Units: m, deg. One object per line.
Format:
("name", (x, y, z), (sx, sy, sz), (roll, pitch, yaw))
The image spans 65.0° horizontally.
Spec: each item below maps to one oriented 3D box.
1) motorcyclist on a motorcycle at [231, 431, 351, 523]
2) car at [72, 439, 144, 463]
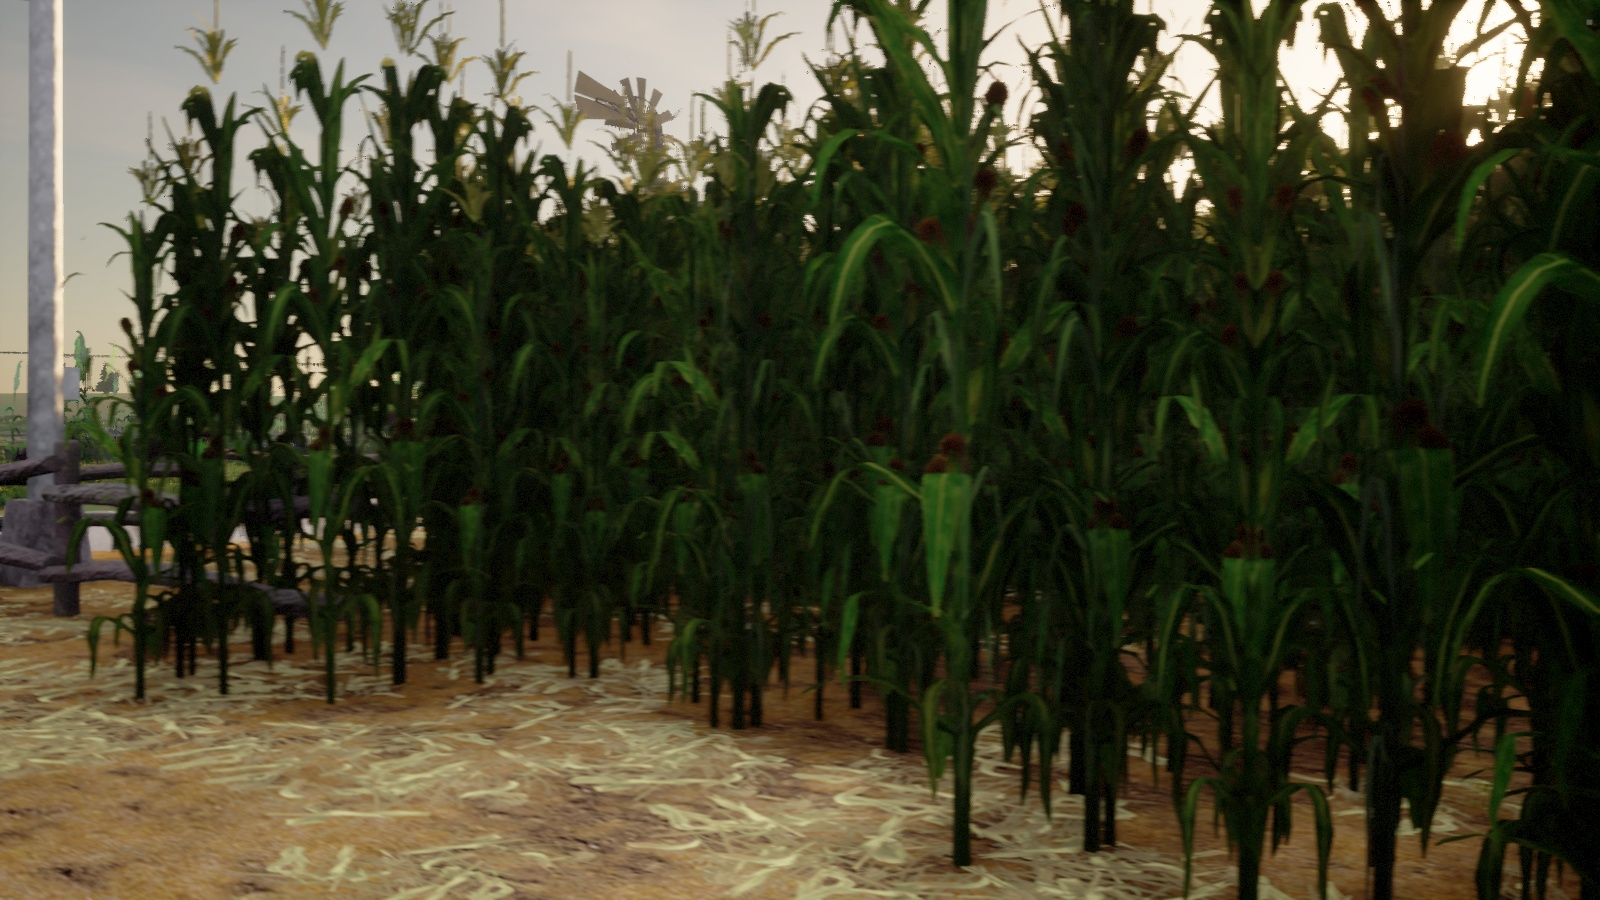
("motorcyclist on a motorcycle", (-9.210, 0.458, 22.771), (0.866, 1.590, 1.817), (0, 1, 34))
("car", (-45.006, 0.040, 81.691), (1.845, 1.501, 3.633), (0, 1, 39))
